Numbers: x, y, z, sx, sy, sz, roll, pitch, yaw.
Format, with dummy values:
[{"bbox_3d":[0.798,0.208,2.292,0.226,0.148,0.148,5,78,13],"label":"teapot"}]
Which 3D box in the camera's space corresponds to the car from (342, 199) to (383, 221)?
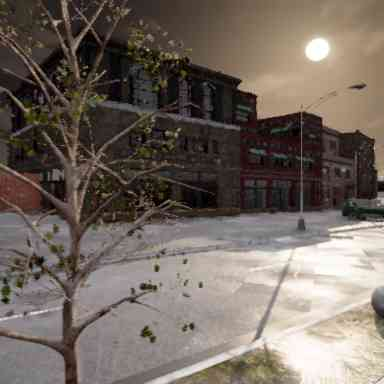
[{"bbox_3d":[16.920,1.686,30.788,2.435,2.045,5.566,2,-2,-43],"label":"car"}]
